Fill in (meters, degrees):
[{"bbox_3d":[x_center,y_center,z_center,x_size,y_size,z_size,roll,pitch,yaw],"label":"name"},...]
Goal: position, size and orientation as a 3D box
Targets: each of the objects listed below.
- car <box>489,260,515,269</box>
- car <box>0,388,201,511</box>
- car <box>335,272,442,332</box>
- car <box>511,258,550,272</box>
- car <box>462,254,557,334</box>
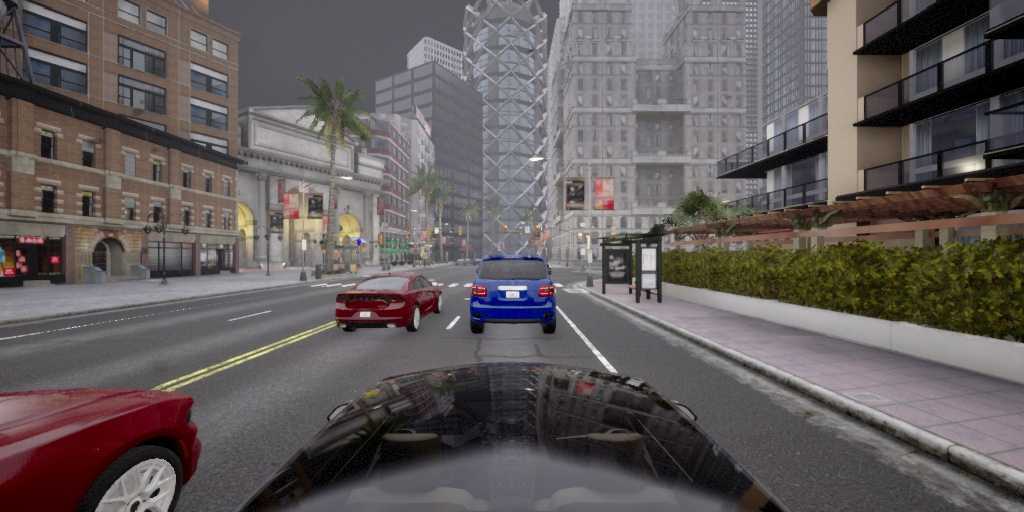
[{"bbox_3d":[-1.553,1.314,56.429,1.994,1.385,4.181,0,0,-39],"label":"car"},{"bbox_3d":[-3.390,1.228,0.752,1.882,1.535,5.008,0,0,0],"label":"car"},{"bbox_3d":[-3.443,1.228,10.932,1.882,1.535,5.008,0,0,0],"label":"car"},{"bbox_3d":[2.349,1.102,46.312,4.553,1.767,2.097,0,0,-14],"label":"car"},{"bbox_3d":[0.052,0.971,10.823,2.150,2.045,5.566,0,0,1],"label":"car"}]
